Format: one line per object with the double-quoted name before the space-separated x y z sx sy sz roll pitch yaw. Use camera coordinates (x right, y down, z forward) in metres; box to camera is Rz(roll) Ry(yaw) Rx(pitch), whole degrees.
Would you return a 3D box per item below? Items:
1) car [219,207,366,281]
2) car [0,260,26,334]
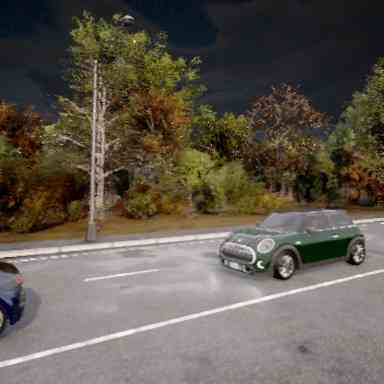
"car" 3.026 1.313 9.883 4.553 1.767 2.097 -1 0 -31
"car" -4.707 1.524 4.759 4.181 1.385 1.994 1 0 -35
